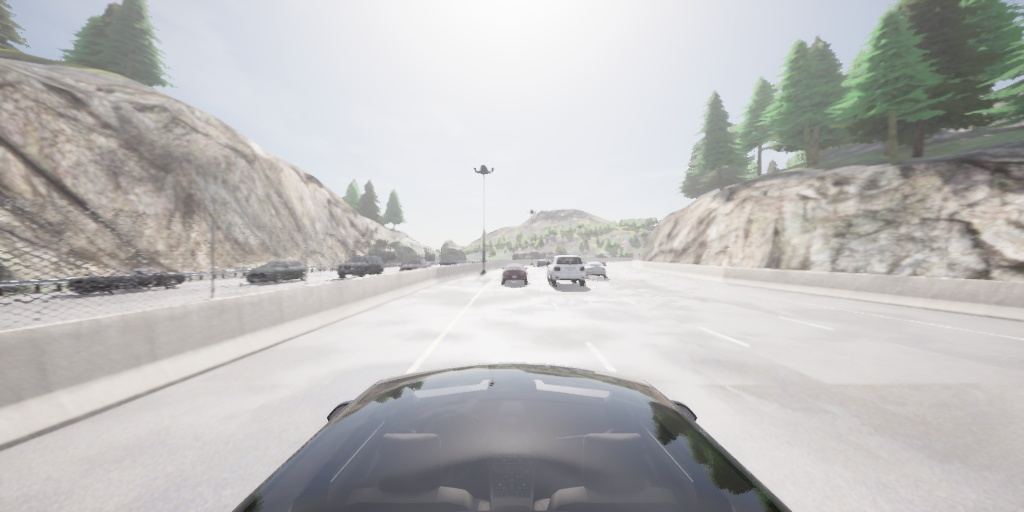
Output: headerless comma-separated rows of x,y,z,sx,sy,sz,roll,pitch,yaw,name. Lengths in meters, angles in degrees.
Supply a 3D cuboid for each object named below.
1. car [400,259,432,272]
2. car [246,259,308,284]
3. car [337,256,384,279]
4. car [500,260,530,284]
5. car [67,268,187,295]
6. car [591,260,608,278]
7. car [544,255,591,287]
-9.836,1.099,36.972,2.097,1.767,4.553,0,0,5,car
-17.412,1.098,26.808,2.097,1.767,4.553,0,0,2,car
-13.667,0.972,32.759,2.150,2.045,5.566,0,0,4,car
0.252,1.275,26.832,1.812,1.442,4.674,0,0,2,car
-21.059,1.347,19.888,1.895,1.301,4.718,0,0,1,car
7.561,1.276,33.290,1.812,1.442,4.674,0,0,4,car
3.673,0.971,24.856,2.150,2.045,5.566,0,0,1,car
